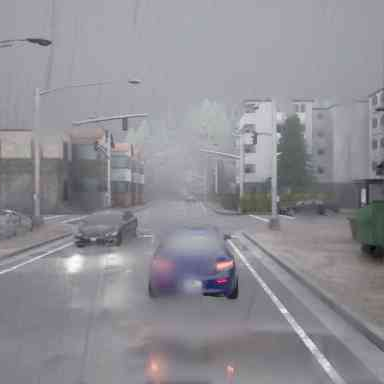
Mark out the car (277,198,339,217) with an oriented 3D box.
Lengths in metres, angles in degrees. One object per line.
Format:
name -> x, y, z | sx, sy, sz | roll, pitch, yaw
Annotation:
car -> 9.721, 1.301, 28.057 | 5.008, 1.535, 1.882 | 0, 0, -1

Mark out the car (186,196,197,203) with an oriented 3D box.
car -> -0.152, 1.526, 66.956 | 1.812, 1.442, 4.674 | 0, 0, 0

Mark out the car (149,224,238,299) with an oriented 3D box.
car -> 0.039, 1.526, 8.314 | 1.812, 1.442, 4.674 | 0, 0, 0

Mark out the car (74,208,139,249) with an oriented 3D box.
car -> -3.611, 1.510, 14.757 | 1.837, 1.490, 4.892 | -1, 0, 1
